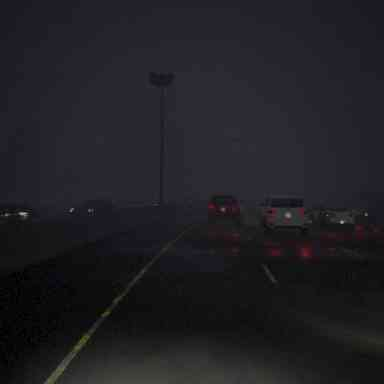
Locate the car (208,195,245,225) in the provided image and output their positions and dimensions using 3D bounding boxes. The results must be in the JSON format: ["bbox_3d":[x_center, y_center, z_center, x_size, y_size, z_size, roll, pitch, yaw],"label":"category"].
[{"bbox_3d":[2.465,1.210,24.047,2.150,2.045,5.566,0,0,10],"label":"car"}]

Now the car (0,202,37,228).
[{"bbox_3d":[-12.272,1.471,21.875,1.837,1.490,4.892,0,0,9],"label":"car"}]

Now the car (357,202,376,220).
[{"bbox_3d":[13.945,1.528,27.891,1.812,1.442,4.674,0,0,13],"label":"car"}]

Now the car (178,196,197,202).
[{"bbox_3d":[-0.688,1.505,61.841,2.033,1.411,5.357,0,0,24],"label":"car"}]

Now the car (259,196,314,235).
[{"bbox_3d":[5.172,1.216,19.163,2.150,2.045,5.566,0,0,8],"label":"car"}]

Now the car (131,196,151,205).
[{"bbox_3d":[-9.124,1.471,59.785,1.812,1.442,4.674,0,0,22],"label":"car"}]

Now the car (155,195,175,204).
[{"bbox_3d":[-4.923,1.304,60.767,2.097,1.767,4.553,0,0,23],"label":"car"}]

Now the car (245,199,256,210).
[{"bbox_3d":[6.799,1.583,41.573,1.895,1.301,4.718,0,0,17],"label":"car"}]

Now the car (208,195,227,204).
[{"bbox_3d":[5.113,1.459,65.949,2.128,1.511,4.902,0,0,25],"label":"car"}]

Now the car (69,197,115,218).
[{"bbox_3d":[-7.905,1.322,26.667,2.097,1.767,4.553,0,0,11],"label":"car"}]

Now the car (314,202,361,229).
[{"bbox_3d":[9.142,1.525,21.701,1.812,1.442,4.674,0,0,9],"label":"car"}]
